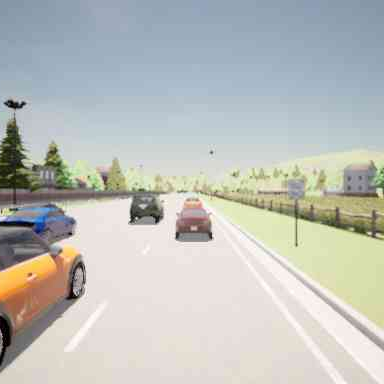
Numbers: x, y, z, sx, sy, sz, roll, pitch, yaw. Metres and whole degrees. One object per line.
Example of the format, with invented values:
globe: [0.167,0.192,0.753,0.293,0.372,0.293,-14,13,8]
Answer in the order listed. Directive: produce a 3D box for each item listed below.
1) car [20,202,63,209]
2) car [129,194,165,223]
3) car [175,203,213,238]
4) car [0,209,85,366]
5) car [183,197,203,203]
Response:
car: [-6.903,1.460,15.220,1.882,1.535,5.008,0,0,0]
car: [-3.405,1.192,25.732,2.150,2.045,5.566,0,0,0]
car: [0.083,1.505,17.502,1.812,1.442,4.674,0,0,0]
car: [-3.402,1.346,5.537,2.097,1.767,4.553,0,0,0]
car: [0.092,1.310,35.976,2.097,1.767,4.553,0,0,0]
